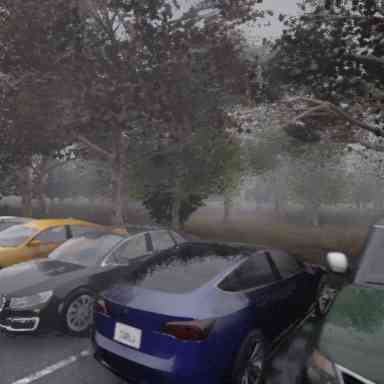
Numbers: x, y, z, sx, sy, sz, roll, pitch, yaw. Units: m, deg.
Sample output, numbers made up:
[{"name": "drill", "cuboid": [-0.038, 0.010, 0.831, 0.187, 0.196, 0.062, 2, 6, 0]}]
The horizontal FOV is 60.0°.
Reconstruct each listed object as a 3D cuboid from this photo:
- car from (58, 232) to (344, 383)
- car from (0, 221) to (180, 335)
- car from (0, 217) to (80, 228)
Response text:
[{"name": "car", "cuboid": [0.698, 1.507, 5.297, 2.163, 1.488, 4.792, 0, 0, 36]}, {"name": "car", "cuboid": [-1.580, 1.475, 6.895, 2.231, 1.521, 4.892, 0, 0, 35]}, {"name": "car", "cuboid": [-3.848, 1.470, 8.511, 2.097, 1.535, 5.008, 0, 0, 35]}]
